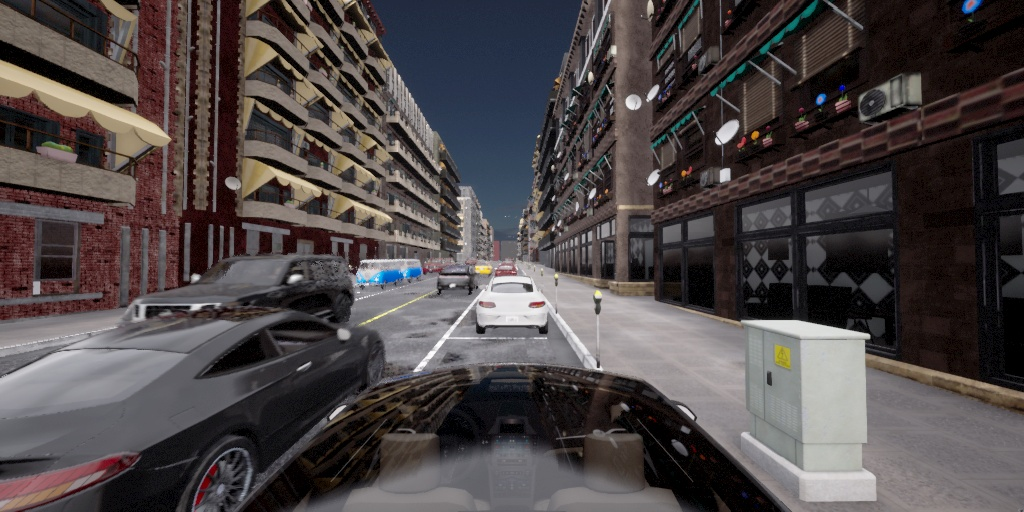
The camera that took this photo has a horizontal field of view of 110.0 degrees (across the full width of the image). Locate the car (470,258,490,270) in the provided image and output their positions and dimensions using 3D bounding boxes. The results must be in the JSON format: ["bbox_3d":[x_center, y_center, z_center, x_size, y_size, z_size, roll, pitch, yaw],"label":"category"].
[{"bbox_3d":[-3.022,1.253,37.944,1.801,1.575,5.366,0,0,0],"label":"car"}]

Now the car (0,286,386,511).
[{"bbox_3d":[-2.932,1.276,3.828,1.812,1.442,4.674,0,0,0],"label":"car"}]

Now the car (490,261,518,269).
[{"bbox_3d":[-0.453,1.322,28.072,1.888,1.381,4.507,0,0,0],"label":"car"}]

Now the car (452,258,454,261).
[{"bbox_3d":[-8.337,1.128,44.724,2.192,1.841,5.009,0,0,0],"label":"car"}]

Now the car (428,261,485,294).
[{"bbox_3d":[-2.921,1.256,20.077,2.128,1.511,4.902,0,0,0],"label":"car"}]

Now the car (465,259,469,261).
[{"bbox_3d":[-8.337,1.410,55.786,1.948,1.339,4.313,0,0,0],"label":"car"}]

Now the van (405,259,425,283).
[{"bbox_3d":[-8.336,1.118,28.134,1.690,1.789,3.998,0,0,0],"label":"van"}]

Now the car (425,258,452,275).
[{"bbox_3d":[-8.336,1.115,39.194,2.192,1.841,5.009,0,0,0],"label":"car"}]

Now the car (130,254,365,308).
[{"bbox_3d":[-5.871,0.975,8.736,2.150,2.045,5.566,0,0,0],"label":"car"}]

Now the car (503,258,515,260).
[{"bbox_3d":[-0.446,1.240,39.134,1.967,1.591,4.097,0,0,0],"label":"car"}]

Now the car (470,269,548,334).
[{"bbox_3d":[0.003,1.281,10.503,1.812,1.442,4.674,0,0,0],"label":"car"}]

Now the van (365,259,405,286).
[{"bbox_3d":[-8.336,1.108,22.602,1.690,1.789,3.998,0,0,0],"label":"van"}]
